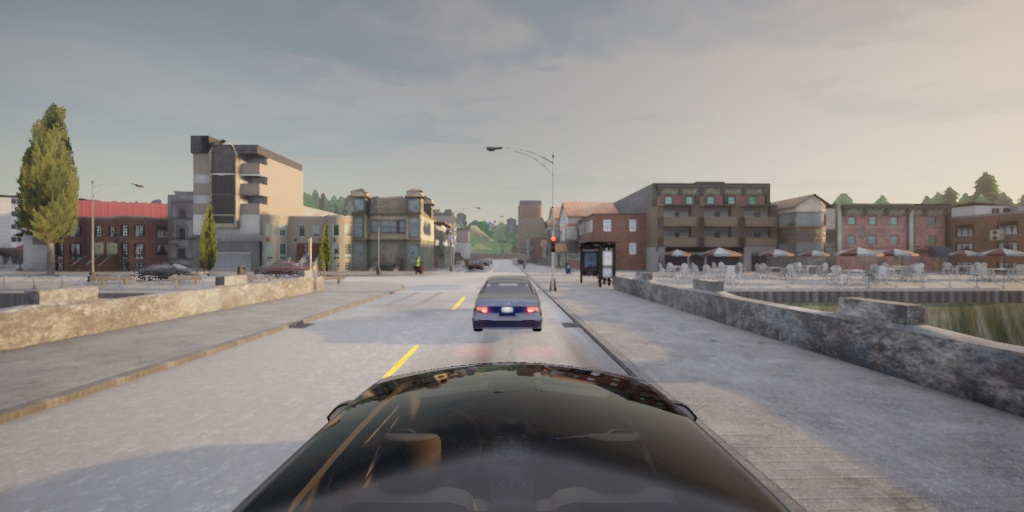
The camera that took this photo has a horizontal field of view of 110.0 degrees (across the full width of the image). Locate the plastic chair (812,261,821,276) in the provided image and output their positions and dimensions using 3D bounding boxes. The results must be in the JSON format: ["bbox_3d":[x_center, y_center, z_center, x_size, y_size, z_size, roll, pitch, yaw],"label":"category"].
[{"bbox_3d":[29.358,1.260,33.932,0.750,1.272,0.730,0,0,-1],"label":"plastic chair"}]

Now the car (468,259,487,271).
[{"bbox_3d":[-4.874,1.319,48.540,1.895,1.301,4.718,0,0,-1],"label":"car"}]

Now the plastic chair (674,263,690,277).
[{"bbox_3d":[15.285,1.260,32.109,0.750,1.272,0.730,0,0,-1],"label":"plastic chair"}]

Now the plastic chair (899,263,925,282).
[{"bbox_3d":[30.069,1.265,26.943,0.750,1.272,0.730,0,0,-1],"label":"plastic chair"}]

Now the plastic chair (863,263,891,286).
[{"bbox_3d":[23.331,1.267,22.936,0.750,1.272,0.730,0,0,-1],"label":"plastic chair"}]

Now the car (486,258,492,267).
[{"bbox_3d":[-5.094,1.308,64.784,1.895,1.301,4.718,0,0,0],"label":"car"}]

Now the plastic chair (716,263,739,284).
[{"bbox_3d":[14.609,1.265,24.298,0.750,1.272,0.730,0,0,-1],"label":"plastic chair"}]

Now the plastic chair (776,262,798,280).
[{"bbox_3d":[22.333,1.263,29.121,0.750,1.272,0.730,0,0,-1],"label":"plastic chair"}]

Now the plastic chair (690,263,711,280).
[{"bbox_3d":[13.487,1.264,25.680,0.730,1.272,0.750,0,0,-1],"label":"plastic chair"}]

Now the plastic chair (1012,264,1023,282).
[{"bbox_3d":[37.384,1.266,26.059,0.750,1.272,0.730,0,0,-1],"label":"plastic chair"}]

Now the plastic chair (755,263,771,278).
[{"bbox_3d":[21.211,1.262,30.503,0.730,1.272,0.750,0,0,-1],"label":"plastic chair"}]

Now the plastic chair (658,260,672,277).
[{"bbox_3d":[14.163,1.259,33.492,0.730,1.272,0.750,0,0,-1],"label":"plastic chair"}]

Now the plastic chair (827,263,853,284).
[{"bbox_3d":[22.209,1.266,24.318,0.730,1.272,0.750,0,0,-1],"label":"plastic chair"}]

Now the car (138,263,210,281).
[{"bbox_3d":[-26.730,1.255,28.404,4.674,1.442,1.812,0,0,-1],"label":"car"}]

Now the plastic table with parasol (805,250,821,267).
[{"bbox_3d":[29.666,0.655,35.307,2.482,2.480,2.482,0,0,-1],"label":"plastic table with parasol"}]

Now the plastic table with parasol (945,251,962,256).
[{"bbox_3d":[46.118,0.656,36.578,2.482,2.480,2.482,0,0,-1],"label":"plastic table with parasol"}]

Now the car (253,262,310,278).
[{"bbox_3d":[-20.906,1.253,32.718,4.674,1.442,1.812,0,0,-1],"label":"car"}]

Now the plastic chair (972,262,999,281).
[{"bbox_3d":[36.224,1.264,27.438,0.730,1.272,0.750,0,0,-1],"label":"plastic chair"}]

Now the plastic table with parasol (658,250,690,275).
[{"bbox_3d":[15.385,0.655,33.391,2.482,2.480,2.482,0,0,-1],"label":"plastic table with parasol"}]

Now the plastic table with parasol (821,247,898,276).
[{"bbox_3d":[23.410,0.662,24.287,2.482,2.480,2.482,0,0,-1],"label":"plastic table with parasol"}]

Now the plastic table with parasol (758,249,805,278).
[{"bbox_3d":[22.412,0.658,30.472,2.482,2.480,2.482,0,0,-1],"label":"plastic table with parasol"}]

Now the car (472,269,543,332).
[{"bbox_3d":[-0.119,1.291,10.834,2.033,1.411,5.357,0,0,0],"label":"car"}]

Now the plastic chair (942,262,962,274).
[{"bbox_3d":[44.916,1.260,36.679,0.730,1.272,0.750,0,0,-1],"label":"plastic chair"}]

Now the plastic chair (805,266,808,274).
[{"bbox_3d":[28.236,1.259,35.315,0.730,1.272,0.750,0,0,-1],"label":"plastic chair"}]

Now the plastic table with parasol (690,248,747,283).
[{"bbox_3d":[14.759,0.661,25.560,2.482,2.480,2.482,0,0,-1],"label":"plastic table with parasol"}]

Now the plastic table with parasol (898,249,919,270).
[{"bbox_3d":[30.058,0.660,28.223,2.482,2.480,2.482,0,0,-1],"label":"plastic table with parasol"}]

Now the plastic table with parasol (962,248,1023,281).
[{"bbox_3d":[37.353,0.661,27.368,2.482,2.480,2.482,0,0,-1],"label":"plastic table with parasol"}]
